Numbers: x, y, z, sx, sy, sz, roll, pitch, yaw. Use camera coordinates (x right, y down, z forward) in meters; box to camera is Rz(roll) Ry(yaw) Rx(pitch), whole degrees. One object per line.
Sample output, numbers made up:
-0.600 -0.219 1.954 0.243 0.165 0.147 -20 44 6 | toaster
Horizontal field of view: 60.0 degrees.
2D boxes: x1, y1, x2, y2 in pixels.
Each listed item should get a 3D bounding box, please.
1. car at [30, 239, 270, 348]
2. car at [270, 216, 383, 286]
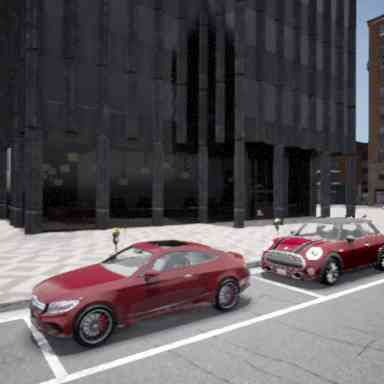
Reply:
-0.713 1.602 6.259 4.206 1.307 1.802 0 0 -36 | car
3.880 1.497 9.536 4.097 1.590 1.967 0 0 -36 | car
